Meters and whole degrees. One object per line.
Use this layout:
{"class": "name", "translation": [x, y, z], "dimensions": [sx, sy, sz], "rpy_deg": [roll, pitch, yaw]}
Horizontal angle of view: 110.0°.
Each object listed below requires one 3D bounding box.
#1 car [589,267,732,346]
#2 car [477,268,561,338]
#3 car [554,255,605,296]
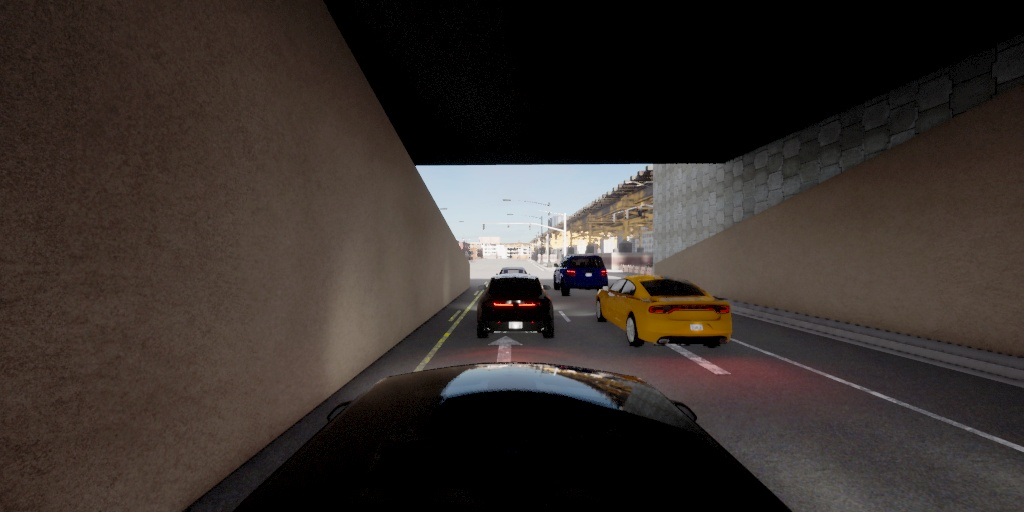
{"class": "car", "translation": [3.573, 1.228, 9.413], "dimensions": [1.882, 1.535, 5.008], "rpy_deg": [0, 0, 0]}
{"class": "car", "translation": [0.076, 1.255, 10.211], "dimensions": [1.837, 1.490, 4.892], "rpy_deg": [0, 0, 0]}
{"class": "car", "translation": [3.567, 0.971, 19.382], "dimensions": [2.150, 2.045, 5.566], "rpy_deg": [0, 0, 0]}
